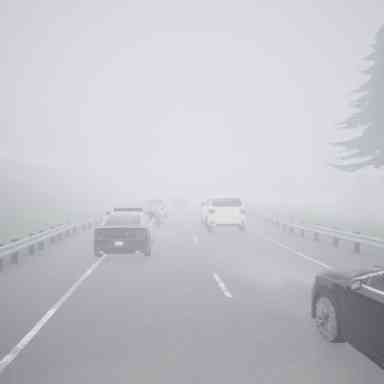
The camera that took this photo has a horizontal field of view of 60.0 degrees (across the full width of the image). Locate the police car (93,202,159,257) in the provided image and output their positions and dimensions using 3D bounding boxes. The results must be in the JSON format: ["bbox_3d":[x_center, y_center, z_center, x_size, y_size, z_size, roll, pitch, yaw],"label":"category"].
[{"bbox_3d":[-2.484,1.425,13.099,1.930,1.638,5.238,0,0,-4],"label":"police car"}]

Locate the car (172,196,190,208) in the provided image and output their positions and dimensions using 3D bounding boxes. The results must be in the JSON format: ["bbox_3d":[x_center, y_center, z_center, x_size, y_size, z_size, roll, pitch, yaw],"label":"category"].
[{"bbox_3d":[-1.837,1.352,48.486,2.097,1.767,4.553,0,0,2],"label":"car"}]

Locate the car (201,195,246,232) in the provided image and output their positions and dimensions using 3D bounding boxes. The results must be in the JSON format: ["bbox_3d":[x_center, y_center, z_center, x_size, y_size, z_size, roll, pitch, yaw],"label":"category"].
[{"bbox_3d":[1.815,1.222,20.463,2.150,2.045,5.566,0,0,-2],"label":"car"}]

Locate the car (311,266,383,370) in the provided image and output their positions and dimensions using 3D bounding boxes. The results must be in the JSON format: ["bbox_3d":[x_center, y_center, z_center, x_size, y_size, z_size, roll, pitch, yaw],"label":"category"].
[{"bbox_3d":[3.057,1.492,3.601,2.128,1.511,4.902,0,0,-6],"label":"car"}]

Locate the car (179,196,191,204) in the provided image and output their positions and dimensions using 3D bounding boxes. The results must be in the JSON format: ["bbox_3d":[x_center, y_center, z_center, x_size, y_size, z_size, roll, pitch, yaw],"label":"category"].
[{"bbox_3d":[-1.304,1.491,63.541,2.128,1.511,4.902,0,0,2],"label":"car"}]

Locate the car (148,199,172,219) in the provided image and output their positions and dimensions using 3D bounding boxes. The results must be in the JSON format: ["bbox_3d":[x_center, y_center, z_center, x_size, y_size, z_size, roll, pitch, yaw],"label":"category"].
[{"bbox_3d":[-3.128,1.351,28.904,2.097,1.767,4.553,0,0,-1],"label":"car"}]

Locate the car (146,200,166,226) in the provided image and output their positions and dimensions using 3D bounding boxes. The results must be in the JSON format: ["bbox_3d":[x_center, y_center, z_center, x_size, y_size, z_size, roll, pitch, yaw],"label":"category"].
[{"bbox_3d":[-2.988,1.526,22.951,1.812,1.442,4.674,0,0,-2],"label":"car"}]
